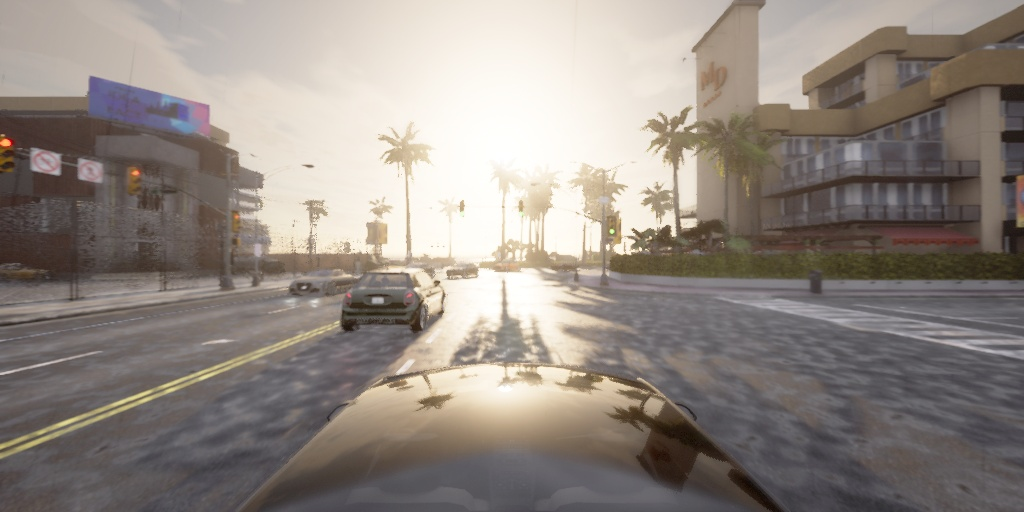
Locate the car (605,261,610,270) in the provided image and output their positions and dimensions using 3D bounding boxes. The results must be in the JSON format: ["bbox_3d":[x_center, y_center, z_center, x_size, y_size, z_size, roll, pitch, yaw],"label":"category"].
[{"bbox_3d":[17.295,1.565,59.354,4.902,1.511,2.128,0,0,-30],"label":"car"}]

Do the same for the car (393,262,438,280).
[{"bbox_3d":[-9.162,1.410,34.474,1.882,1.535,5.008,0,0,15],"label":"car"}]

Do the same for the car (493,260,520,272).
[{"bbox_3d":[-0.791,1.385,52.571,2.097,1.767,4.553,0,0,37],"label":"car"}]

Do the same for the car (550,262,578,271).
[{"bbox_3d":[8.239,1.661,57.104,4.718,1.301,1.895,0,0,-40],"label":"car"}]

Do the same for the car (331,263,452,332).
[{"bbox_3d":[-3.399,1.155,11.214,2.097,1.767,4.553,0,0,0],"label":"car"}]

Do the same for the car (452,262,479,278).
[{"bbox_3d":[-4.978,1.422,36.625,1.882,1.535,5.008,0,0,18],"label":"car"}]

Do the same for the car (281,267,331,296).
[{"bbox_3d":[-10.457,1.416,20.102,1.994,1.385,4.181,0,0,2],"label":"car"}]
